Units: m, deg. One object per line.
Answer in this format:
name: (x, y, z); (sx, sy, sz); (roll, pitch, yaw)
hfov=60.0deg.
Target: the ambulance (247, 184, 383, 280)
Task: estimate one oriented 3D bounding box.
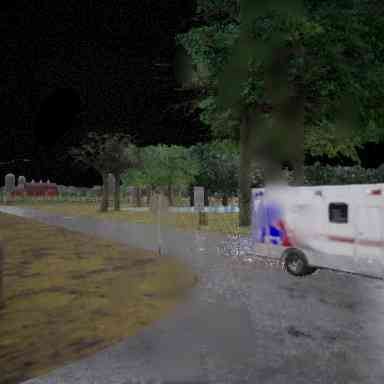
ambulance: (4.413, 1.055, 8.430); (2.351, 2.431, 6.366); (0, -1, -35)
